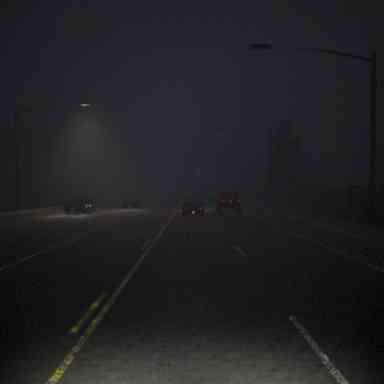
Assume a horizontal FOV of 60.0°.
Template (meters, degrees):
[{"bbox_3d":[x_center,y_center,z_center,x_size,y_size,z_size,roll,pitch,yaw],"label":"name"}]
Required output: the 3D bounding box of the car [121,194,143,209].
[{"bbox_3d":[-7.060,1.247,39.821,2.033,1.411,5.357,0,0,0],"label":"car"}]

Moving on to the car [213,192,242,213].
[{"bbox_3d":[3.615,0.969,33.469,2.150,2.045,5.566,0,0,0],"label":"car"}]

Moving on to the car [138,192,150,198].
[{"bbox_3d":[-10.468,0.667,72.165,1.895,1.301,4.718,0,0,0],"label":"car"}]

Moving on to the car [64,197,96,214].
[{"bbox_3d":[-10.573,1.265,31.760,1.837,1.490,4.892,0,0,0],"label":"car"}]

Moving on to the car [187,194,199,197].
[{"bbox_3d":[0.121,1.057,56.171,1.882,1.535,5.008,0,1,0],"label":"car"}]

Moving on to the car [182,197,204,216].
[{"bbox_3d":[0.110,1.377,29.793,1.895,1.301,4.718,0,0,0],"label":"car"}]

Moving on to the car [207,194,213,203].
[{"bbox_3d":[3.626,1.107,55.917,1.812,1.442,4.674,0,1,0],"label":"car"}]
